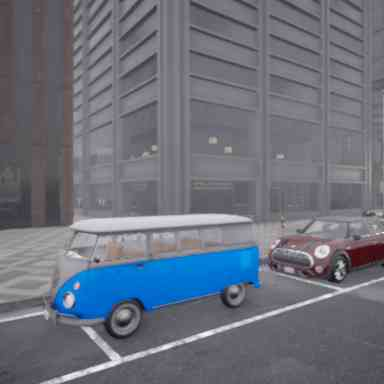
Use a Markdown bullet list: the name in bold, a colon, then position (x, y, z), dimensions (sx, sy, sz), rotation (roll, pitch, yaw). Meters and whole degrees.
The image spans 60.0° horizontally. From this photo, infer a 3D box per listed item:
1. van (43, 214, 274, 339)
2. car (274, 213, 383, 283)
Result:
- **van**: position (-0.508, 1.342, 6.291), dimensions (3.998, 1.788, 1.690), rotation (0, 0, -36)
- **car**: position (4.080, 1.442, 9.565), dimensions (4.097, 1.590, 1.967), rotation (0, 0, -36)
